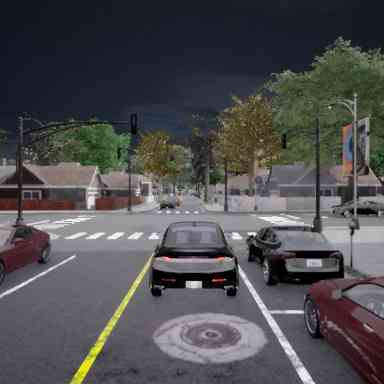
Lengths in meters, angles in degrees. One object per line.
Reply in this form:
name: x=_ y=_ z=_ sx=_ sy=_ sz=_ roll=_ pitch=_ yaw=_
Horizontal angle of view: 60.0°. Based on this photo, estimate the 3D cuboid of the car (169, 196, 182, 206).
car: x=-3.079 y=1.419 z=53.734 sx=2.097 sy=1.767 sz=4.553 roll=0 pitch=0 yaw=0

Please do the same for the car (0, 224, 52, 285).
car: x=-5.380 y=1.588 z=9.274 sx=1.802 sy=1.307 sz=4.206 roll=0 pitch=0 yaw=0

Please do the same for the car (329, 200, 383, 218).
car: x=14.557 y=1.416 z=28.984 sx=4.902 sy=1.511 sz=2.128 roll=0 pitch=0 yaw=-2

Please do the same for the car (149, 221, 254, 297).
car: x=0.060 y=1.498 z=8.566 sx=2.128 sy=1.511 sz=4.902 roll=0 pitch=0 yaw=1

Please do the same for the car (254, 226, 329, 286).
car: x=2.645 y=1.572 z=9.267 sx=1.947 sy=1.339 sz=4.313 roll=0 pitch=0 yaw=0

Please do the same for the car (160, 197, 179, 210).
car: x=-3.090 y=1.650 z=43.763 sx=1.895 sy=1.301 sz=4.718 roll=0 pitch=0 yaw=1

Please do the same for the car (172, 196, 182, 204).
car: x=-3.026 y=1.571 z=67.674 sx=1.882 sy=1.535 sz=5.008 roll=0 pitch=0 yaw=0

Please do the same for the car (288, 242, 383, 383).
car: x=2.640 y=1.584 z=3.749 sx=1.802 sy=1.307 sz=4.206 roll=0 pitch=0 yaw=0
